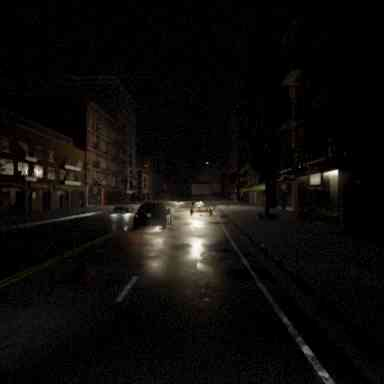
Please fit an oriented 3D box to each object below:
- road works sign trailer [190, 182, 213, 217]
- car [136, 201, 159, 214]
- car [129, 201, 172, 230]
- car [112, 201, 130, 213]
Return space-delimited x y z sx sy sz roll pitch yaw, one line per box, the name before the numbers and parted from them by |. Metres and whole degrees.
road works sign trailer | 0.976 0.745 35.193 2.380 3.560 2.880 0 0 2
car | -5.412 1.872 41.133 2.033 1.411 5.357 0 0 2
car | -2.604 1.533 22.924 2.097 1.767 4.553 0 0 2
car | -8.622 1.857 42.184 1.812 1.442 4.674 0 0 2
